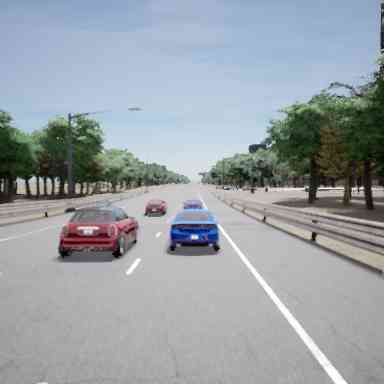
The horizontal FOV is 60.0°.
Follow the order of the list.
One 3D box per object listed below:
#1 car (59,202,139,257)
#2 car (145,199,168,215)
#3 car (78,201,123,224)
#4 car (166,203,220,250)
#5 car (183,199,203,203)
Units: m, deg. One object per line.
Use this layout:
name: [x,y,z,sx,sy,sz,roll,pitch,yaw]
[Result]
car: [-3.405,1.334,13.020,2.097,1.767,4.553,0,0,0]
car: [-3.409,1.411,32.268,1.812,1.442,4.674,0,1,0]
car: [-6.906,1.493,25.852,2.033,1.411,5.357,0,0,0]
car: [0.096,1.458,14.335,1.882,1.535,5.008,0,0,0]
car: [0.092,1.411,32.260,1.812,1.442,4.674,0,1,0]
